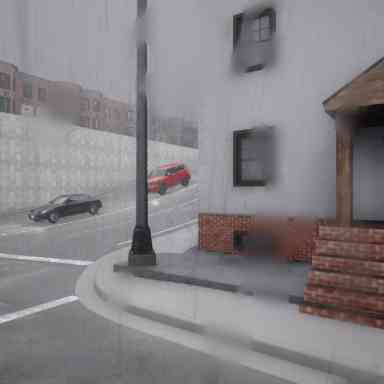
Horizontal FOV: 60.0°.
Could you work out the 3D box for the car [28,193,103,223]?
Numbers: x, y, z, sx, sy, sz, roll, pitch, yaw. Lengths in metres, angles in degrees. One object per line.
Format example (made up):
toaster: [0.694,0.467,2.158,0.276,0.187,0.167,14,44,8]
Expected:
car: [-7.782,0.873,20.830,1.812,1.442,4.674,0,7,35]

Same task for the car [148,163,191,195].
car: [-2.305,-1.187,28.661,2.150,2.045,5.566,0,13,34]
